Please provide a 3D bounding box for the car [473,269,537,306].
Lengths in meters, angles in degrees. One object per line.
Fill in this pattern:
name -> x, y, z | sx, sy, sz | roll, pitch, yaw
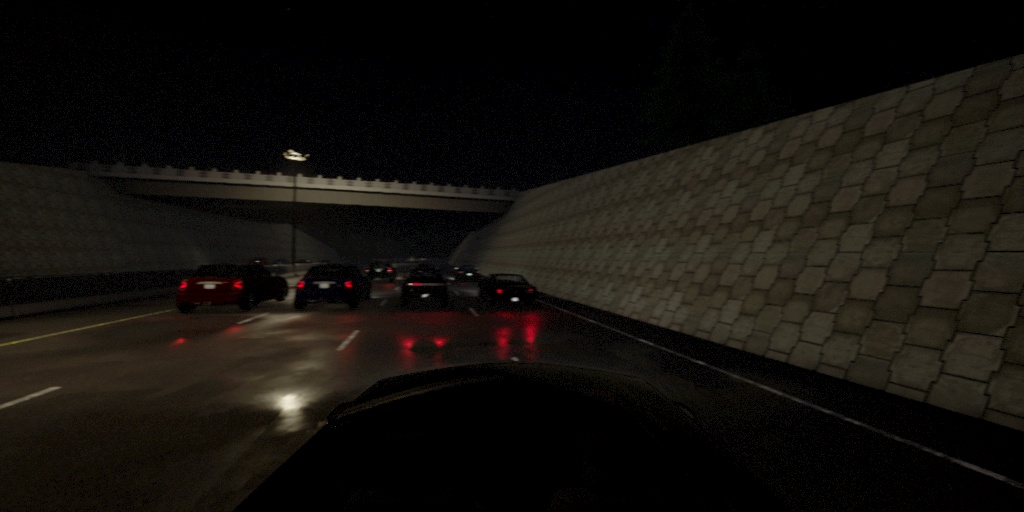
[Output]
car -> -0.392, 1.456, 16.522 | 1.895, 1.301, 4.718 | 1, 0, -13

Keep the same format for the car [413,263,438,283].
car -> -7.338, 1.376, 30.487 | 1.837, 1.490, 4.892 | 1, 0, -13

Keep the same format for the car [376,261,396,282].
car -> -10.688, 1.167, 29.453 | 2.097, 1.767, 4.553 | 1, -1, -13

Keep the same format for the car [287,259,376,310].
car -> -7.189, 1.104, 14.867 | 2.097, 1.767, 4.553 | 1, -1, -13

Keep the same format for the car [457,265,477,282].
car -> -3.938, 1.483, 31.314 | 1.994, 1.385, 4.181 | 1, 0, -13

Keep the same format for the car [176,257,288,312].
car -> -10.592, 1.053, 14.051 | 2.097, 1.767, 4.553 | 1, -1, -13

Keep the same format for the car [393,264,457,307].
car -> -3.836, 1.298, 15.887 | 2.128, 1.511, 4.902 | 1, 0, -13

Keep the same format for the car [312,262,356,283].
car -> -14.141, 1.259, 28.842 | 2.128, 1.511, 4.902 | 1, 0, -13
